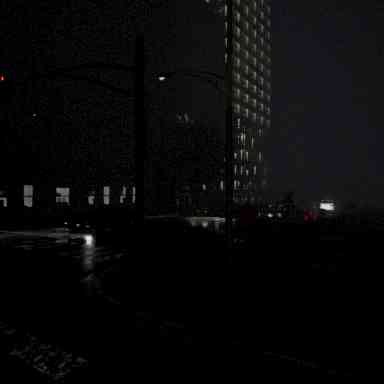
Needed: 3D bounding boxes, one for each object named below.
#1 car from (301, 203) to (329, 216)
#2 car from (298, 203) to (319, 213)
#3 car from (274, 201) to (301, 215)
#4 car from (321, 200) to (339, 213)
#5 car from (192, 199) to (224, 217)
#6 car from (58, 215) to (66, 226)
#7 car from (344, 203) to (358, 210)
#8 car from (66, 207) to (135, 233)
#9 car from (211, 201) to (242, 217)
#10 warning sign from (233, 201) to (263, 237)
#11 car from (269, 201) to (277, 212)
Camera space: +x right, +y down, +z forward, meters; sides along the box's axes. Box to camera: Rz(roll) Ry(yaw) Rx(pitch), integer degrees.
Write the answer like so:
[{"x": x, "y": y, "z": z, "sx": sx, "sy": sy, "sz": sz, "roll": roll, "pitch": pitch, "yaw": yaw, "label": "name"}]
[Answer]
[{"x": 16.496, "y": 2.456, "z": 44.519, "sx": 1.895, "sy": 1.301, "sz": 4.718, "roll": 0, "pitch": -1, "yaw": 33, "label": "car"}, {"x": 19.164, "y": 2.576, "z": 54.737, "sx": 2.033, "sy": 1.411, "sz": 5.357, "roll": 0, "pitch": -1, "yaw": 33, "label": "car"}, {"x": 13.630, "y": 2.395, "z": 46.075, "sx": 2.033, "sy": 1.411, "sz": 5.357, "roll": 0, "pitch": -1, "yaw": 33, "label": "car"}, {"x": 21.914, "y": 2.254, "z": 53.003, "sx": 2.150, "sy": 2.045, "sz": 5.566, "roll": 0, "pitch": -1, "yaw": 33, "label": "car"}, {"x": 2.178, "y": 1.867, "z": 40.575, "sx": 2.150, "sy": 2.045, "sz": 5.566, "roll": 0, "pitch": -1, "yaw": 33, "label": "car"}, {"x": -7.697, "y": 1.921, "z": 25.279, "sx": 1.895, "sy": 1.301, "sz": 4.718, "roll": 0, "pitch": -1, "yaw": 33, "label": "car"}, {"x": 31.480, "y": 2.837, "z": 65.732, "sx": 1.812, "sy": 1.442, "sz": 4.674, "roll": 0, "pitch": -1, "yaw": 33, "label": "car"}, {"x": -5.676, "y": 1.803, "z": 22.419, "sx": 1.837, "sy": 1.490, "sz": 4.892, "roll": 0, "pitch": 0, "yaw": 33, "label": "car"}, {"x": 4.515, "y": 2.141, "z": 38.201, "sx": 1.837, "sy": 1.490, "sz": 4.892, "roll": 0, "pitch": -1, "yaw": 33, "label": "car"}, {"x": 3.109, "y": 1.454, "z": 18.570, "sx": 1.300, "sy": 1.860, "sz": 1.060, "roll": 1, "pitch": 1, "yaw": 33, "label": "warning sign"}, {"x": 13.742, "y": 2.212, "z": 52.327, "sx": 2.097, "sy": 1.767, "sz": 4.553, "roll": 0, "pitch": -1, "yaw": 33, "label": "car"}]
